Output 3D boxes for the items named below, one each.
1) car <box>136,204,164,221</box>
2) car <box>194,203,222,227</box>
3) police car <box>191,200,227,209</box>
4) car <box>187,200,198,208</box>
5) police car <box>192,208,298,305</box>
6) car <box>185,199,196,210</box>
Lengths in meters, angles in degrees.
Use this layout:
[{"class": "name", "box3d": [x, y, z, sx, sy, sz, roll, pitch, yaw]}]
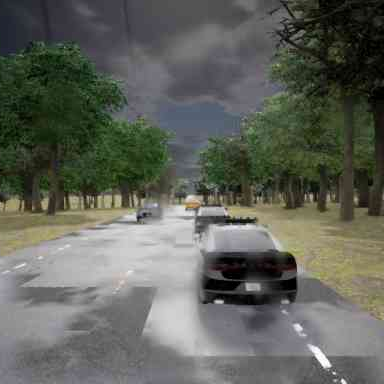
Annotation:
[{"class": "car", "box3d": [-3.472, 1.667, 28.001, 1.994, 1.385, 4.181, 0, 0, 0]}, {"class": "car", "box3d": [1.074, 1.608, 24.199, 1.812, 1.442, 4.674, 0, 0, 0]}, {"class": "police car", "box3d": [1.068, 1.474, 18.309, 1.930, 1.638, 5.238, 0, 0, 0]}, {"class": "car", "box3d": [0.060, 2.147, 60.726, 1.895, 1.301, 4.718, 0, -1, 0]}, {"class": "police car", "box3d": [1.058, 1.436, 8.307, 1.930, 1.638, 5.238, 0, 0, 0]}, {"class": "car", "box3d": [0.089, 1.739, 46.235, 1.882, 1.535, 5.008, 0, -1, 1]}]
